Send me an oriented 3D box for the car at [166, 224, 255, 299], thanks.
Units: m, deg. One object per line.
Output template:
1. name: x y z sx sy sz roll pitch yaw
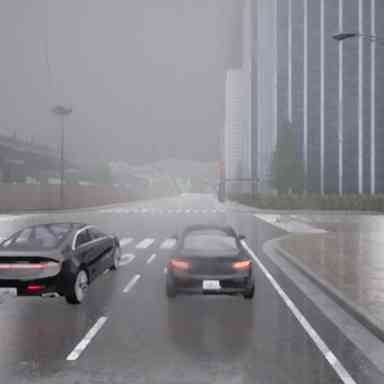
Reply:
1. car: 0.418 1.521 8.358 1.812 1.442 4.674 0 0 2

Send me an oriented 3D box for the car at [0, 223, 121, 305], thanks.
1. car: -3.077 1.487 8.091 2.128 1.511 4.902 0 0 1
